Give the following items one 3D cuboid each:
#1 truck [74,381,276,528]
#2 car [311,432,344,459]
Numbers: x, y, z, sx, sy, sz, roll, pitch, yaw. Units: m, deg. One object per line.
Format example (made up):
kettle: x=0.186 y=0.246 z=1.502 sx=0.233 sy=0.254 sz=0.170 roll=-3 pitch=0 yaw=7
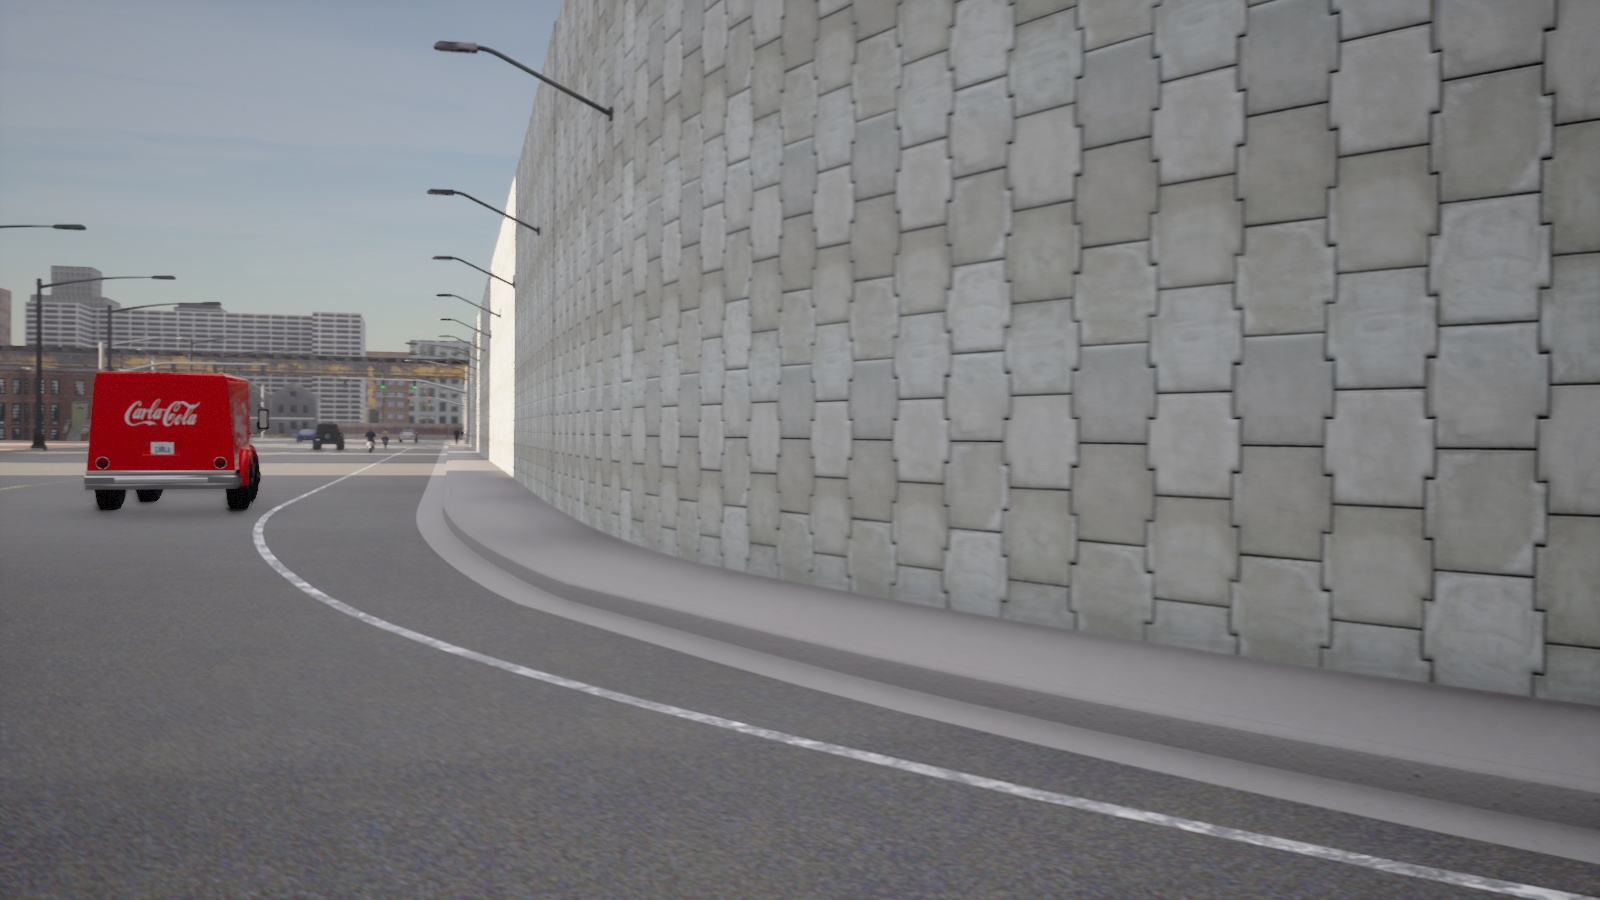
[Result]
truck: x=-11.704 y=0.037 z=23.979 sx=2.627 sy=2.467 sz=5.204 roll=-1 pitch=1 yaw=-18
car: x=-33.833 y=-0.337 z=89.986 sx=1.905 sy=1.878 sz=3.866 roll=-1 pitch=1 yaw=-15
